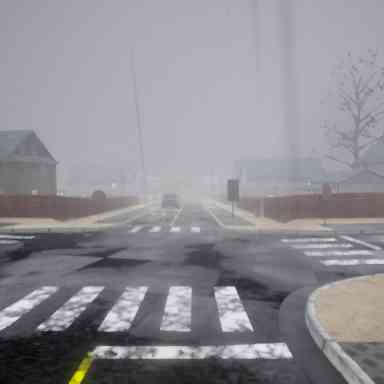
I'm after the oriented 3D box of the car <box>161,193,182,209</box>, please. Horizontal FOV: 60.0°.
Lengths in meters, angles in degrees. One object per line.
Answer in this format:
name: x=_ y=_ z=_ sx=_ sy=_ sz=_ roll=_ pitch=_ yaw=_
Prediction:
car: x=-2.866 y=1.205 z=44.850 sx=2.150 sy=2.045 sz=5.566 roll=0 pitch=0 yaw=0
